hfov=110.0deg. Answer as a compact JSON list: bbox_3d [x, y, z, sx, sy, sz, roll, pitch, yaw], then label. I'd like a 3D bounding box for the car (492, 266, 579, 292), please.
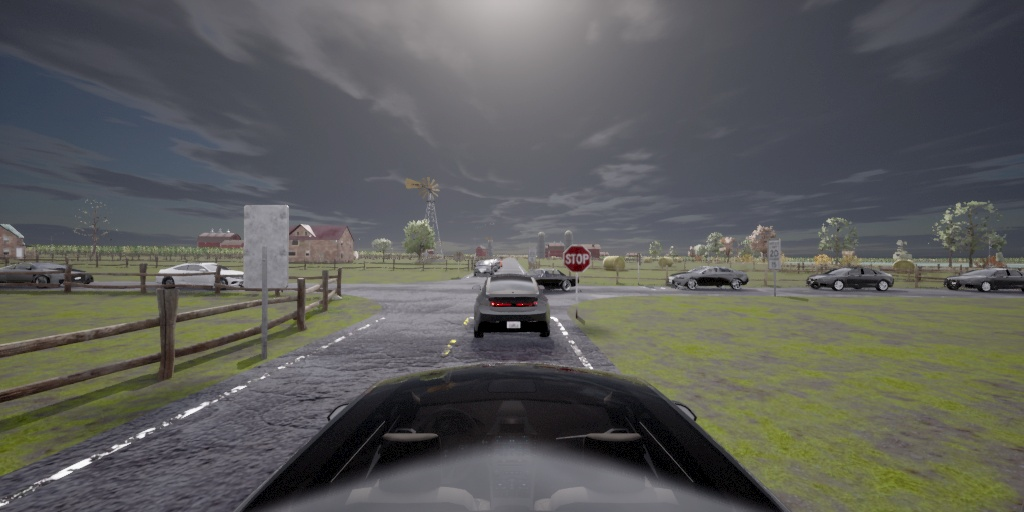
[{"bbox_3d":[1.507,1.369,20.284,4.718,1.301,1.895,1,0,-35],"label":"car"}]

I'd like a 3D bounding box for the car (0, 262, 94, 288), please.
[{"bbox_3d":[-26.356,1.048,20.086,4.181,1.385,1.994,1,-1,-1],"label":"car"}]

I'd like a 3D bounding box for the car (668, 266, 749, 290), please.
[{"bbox_3d":[12.808,1.397,23.508,4.902,1.511,2.128,1,-1,-2],"label":"car"}]

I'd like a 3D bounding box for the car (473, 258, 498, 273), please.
[{"bbox_3d":[-2.843,1.243,36.927,2.128,1.511,4.902,0,0,0],"label":"car"}]

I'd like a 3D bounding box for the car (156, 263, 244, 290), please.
[{"bbox_3d":[-17.236,1.103,20.203,4.674,1.442,1.812,1,-1,-1],"label":"car"}]

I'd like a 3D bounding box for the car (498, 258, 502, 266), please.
[{"bbox_3d":[-2.832,1.241,46.373,2.128,1.511,4.902,0,0,0],"label":"car"}]

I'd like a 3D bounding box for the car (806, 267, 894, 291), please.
[{"bbox_3d":[22.209,1.499,23.674,4.892,1.490,1.837,1,-1,-1],"label":"car"}]

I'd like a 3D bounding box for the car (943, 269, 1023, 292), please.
[{"bbox_3d":[31.712,1.587,23.791,4.892,1.490,1.837,1,-1,-1],"label":"car"}]

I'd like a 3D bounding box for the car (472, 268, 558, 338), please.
[{"bbox_3d":[-0.070,1.256,10.239,1.837,1.490,4.892,0,0,-3],"label":"car"}]
